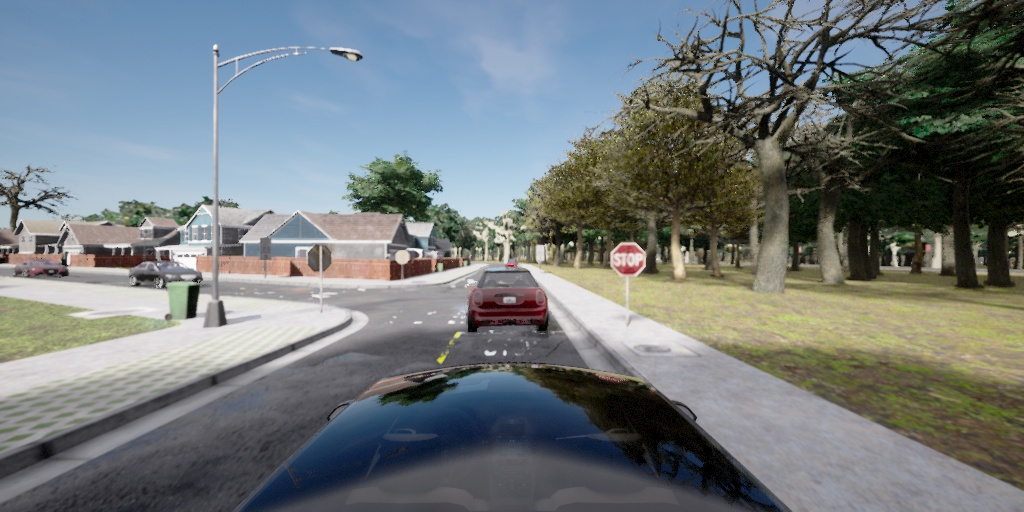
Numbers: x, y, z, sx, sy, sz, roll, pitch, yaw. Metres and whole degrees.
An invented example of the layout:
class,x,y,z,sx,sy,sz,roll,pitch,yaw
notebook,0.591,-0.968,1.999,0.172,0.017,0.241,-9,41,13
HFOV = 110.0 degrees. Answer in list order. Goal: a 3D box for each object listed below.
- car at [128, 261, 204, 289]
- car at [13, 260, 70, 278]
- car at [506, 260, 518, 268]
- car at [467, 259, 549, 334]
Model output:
class,x,y,z,sx,sy,sz,roll,pitch,yaw
car,-20.266,1.064,20.990,4.902,1.511,2.128,1,0,23
car,-37.081,0.987,28.230,4.181,1.385,1.994,0,0,23
car,0.056,1.387,61.817,1.994,1.385,4.181,0,0,1
car,-0.289,1.104,10.929,2.097,1.767,4.553,0,0,-6
